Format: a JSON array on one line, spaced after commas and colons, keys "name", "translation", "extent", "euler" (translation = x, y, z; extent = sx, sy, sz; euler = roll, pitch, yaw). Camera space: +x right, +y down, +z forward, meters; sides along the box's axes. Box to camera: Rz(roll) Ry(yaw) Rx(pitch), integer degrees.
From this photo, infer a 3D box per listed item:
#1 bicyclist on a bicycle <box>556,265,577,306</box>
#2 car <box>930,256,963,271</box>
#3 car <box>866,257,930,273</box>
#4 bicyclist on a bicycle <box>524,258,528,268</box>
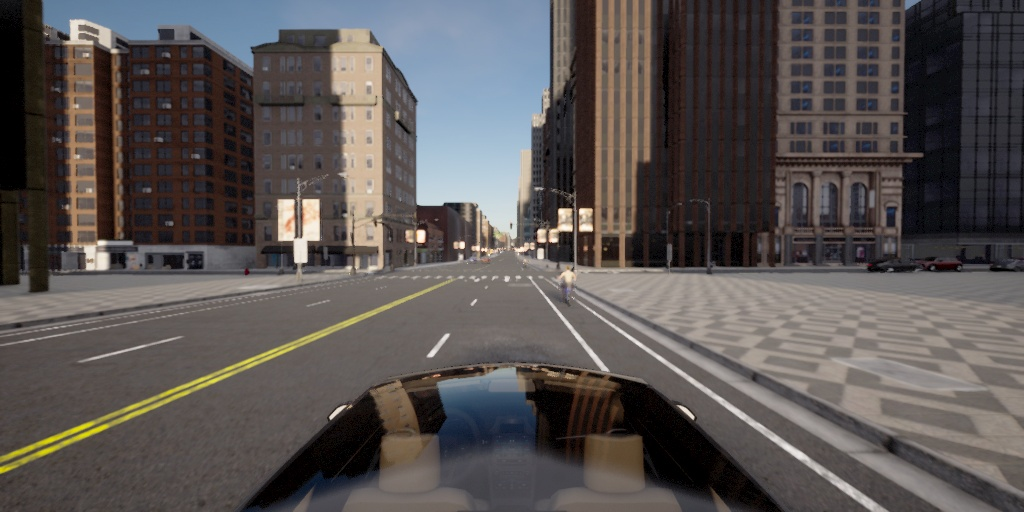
[{"name": "bicyclist on a bicycle", "translation": [2.251, 1.174, 14.599], "extent": [0.866, 1.612, 1.509], "euler": [0, 0, 0]}, {"name": "car", "translation": [48.625, 0.846, 41.266], "extent": [4.553, 1.767, 2.097], "euler": [0, 1, 0]}, {"name": "car", "translation": [40.795, 1.087, 38.221], "extent": [4.892, 1.490, 1.837], "euler": [-1, 1, 0]}, {"name": "bicyclist on a bicycle", "translation": [2.249, 1.176, 60.694], "extent": [0.866, 1.612, 1.509], "euler": [0, 0, 0]}]
